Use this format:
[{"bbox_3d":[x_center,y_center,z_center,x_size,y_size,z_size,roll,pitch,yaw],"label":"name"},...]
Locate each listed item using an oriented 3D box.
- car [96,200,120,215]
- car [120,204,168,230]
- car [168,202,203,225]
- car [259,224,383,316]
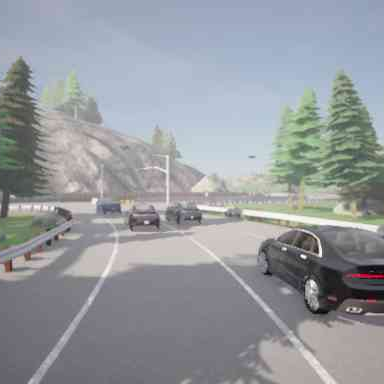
[{"bbox_3d":[-9.087,1.575,36.136,1.882,1.535,5.008,0,0,-27],"label":"car"},{"bbox_3d":[-3.255,1.539,21.408,2.128,1.511,4.902,0,0,-16],"label":"car"},{"bbox_3d":[-0.699,1.530,24.903,2.128,1.511,4.902,0,0,-17],"label":"car"},{"bbox_3d":[2.962,1.501,7.573,1.837,1.490,4.892,0,0,-6],"label":"car"}]
